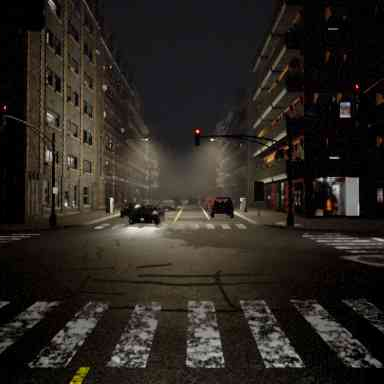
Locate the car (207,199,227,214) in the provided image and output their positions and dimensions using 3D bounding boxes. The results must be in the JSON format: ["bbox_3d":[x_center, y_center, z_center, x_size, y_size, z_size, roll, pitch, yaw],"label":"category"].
[{"bbox_3d":[2.633,1.540,35.873,1.752,1.417,4.829,1,0,0],"label":"car"}]

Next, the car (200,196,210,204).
[{"bbox_3d":[2.679,1.557,69.067,1.967,1.590,4.097,1,0,0],"label":"car"}]

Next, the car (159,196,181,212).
[{"bbox_3d":[-2.787,1.566,39.589,2.033,1.411,5.357,0,0,0],"label":"car"}]

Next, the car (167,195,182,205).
[{"bbox_3d":[-2.742,1.531,54.996,1.882,1.535,5.008,0,0,1],"label":"car"}]

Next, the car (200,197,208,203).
[{"bbox_3d":[2.685,1.729,74.626,1.802,1.307,4.206,1,0,0],"label":"car"}]

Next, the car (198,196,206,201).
[{"bbox_3d":[2.709,1.814,91.318,1.947,1.339,4.313,1,0,0],"label":"car"}]

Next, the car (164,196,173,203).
[{"bbox_3d":[-5.195,1.671,74.434,1.752,1.417,4.829,1,0,0],"label":"car"}]

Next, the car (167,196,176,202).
[{"bbox_3d":[-5.179,1.764,85.733,2.008,1.369,4.403,1,0,0],"label":"car"}]

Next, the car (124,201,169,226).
[{"bbox_3d":[-3.128,1.591,23.830,1.994,1.385,4.181,0,1,4],"label":"car"}]

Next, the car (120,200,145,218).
[{"bbox_3d":[-5.255,1.577,30.109,1.947,1.339,4.313,1,0,0],"label":"car"}]

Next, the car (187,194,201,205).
[{"bbox_3d":[0.192,1.550,59.889,1.882,1.535,5.008,0,0,0],"label":"car"}]

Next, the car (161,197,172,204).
[{"bbox_3d":[-5.203,1.667,69.042,2.008,1.369,4.403,1,0,0],"label":"car"}]

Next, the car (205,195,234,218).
[{"bbox_3d":[2.629,1.326,30.144,2.192,1.841,5.009,1,0,0],"label":"car"}]

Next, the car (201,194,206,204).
[{"bbox_3d":[2.644,1.336,41.269,2.192,1.841,5.009,1,0,0],"label":"car"}]

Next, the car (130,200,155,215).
[{"bbox_3d":[-5.247,1.581,35.671,1.947,1.339,4.313,1,0,0],"label":"car"}]

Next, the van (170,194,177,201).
[{"bbox_3d":[-5.168,1.589,91.298,1.690,1.788,3.998,1,0,0],"label":"van"}]

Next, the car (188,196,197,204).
[{"bbox_3d":[0.173,1.601,70.329,1.882,1.535,5.008,0,0,0],"label":"car"}]
